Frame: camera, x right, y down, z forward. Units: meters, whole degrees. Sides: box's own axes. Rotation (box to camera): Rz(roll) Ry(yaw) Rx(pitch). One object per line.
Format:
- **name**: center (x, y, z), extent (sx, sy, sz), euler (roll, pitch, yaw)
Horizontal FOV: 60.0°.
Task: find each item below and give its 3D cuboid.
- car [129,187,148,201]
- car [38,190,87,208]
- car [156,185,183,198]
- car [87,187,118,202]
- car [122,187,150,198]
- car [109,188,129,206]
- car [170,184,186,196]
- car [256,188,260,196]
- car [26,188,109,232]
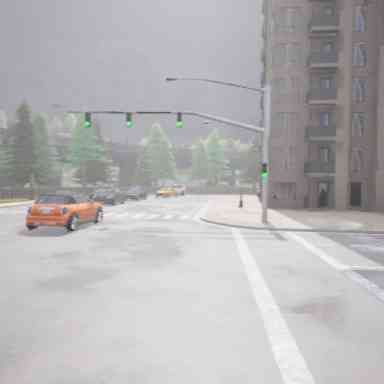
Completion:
- **car**: center (-7.061, 0.342, 42.326), extent (2.033, 1.411, 5.357), euler (1, 1, 9)
- **car**: center (-11.860, 0.533, 30.968), extent (2.033, 1.411, 5.357), euler (1, 1, 6)
- **car**: center (-3.822, 0.088, 52.297), extent (1.882, 1.535, 5.008), euler (2, 2, 26)
- **car**: center (-10.810, 0.249, 40.578), extent (1.882, 1.535, 5.008), euler (1, 1, 7)
- **car**: center (-8.469, 0.049, 50.563), extent (1.882, 1.535, 5.008), euler (2, 1, 22)
- **car**: center (-8.137, 0.357, 32.852), extent (2.097, 1.767, 4.553), euler (1, 1, 4)
- **car**: center (-3.324, -0.334, 59.540), extent (2.150, 2.045, 5.566), euler (2, 2, 35)
- **car**: center (14.835, -0.011, 64.721), extent (4.553, 1.767, 2.097), euler (1, 1, -18)
- **car**: center (-6.023, 0.796, 16.333), extent (2.097, 1.767, 4.553), euler (1, 2, 5)
